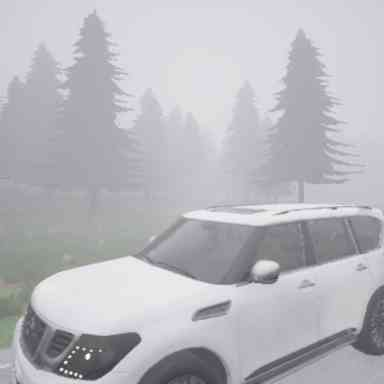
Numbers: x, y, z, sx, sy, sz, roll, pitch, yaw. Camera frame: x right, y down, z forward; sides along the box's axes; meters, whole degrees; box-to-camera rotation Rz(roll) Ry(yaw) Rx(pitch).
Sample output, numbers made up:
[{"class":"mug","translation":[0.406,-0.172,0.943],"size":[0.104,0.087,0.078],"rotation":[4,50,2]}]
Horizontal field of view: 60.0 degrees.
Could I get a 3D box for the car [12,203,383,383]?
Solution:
[{"class":"car","translation":[0.738,1.210,4.508],"size":[5.566,2.045,2.150],"rotation":[0,0,-35]}]
